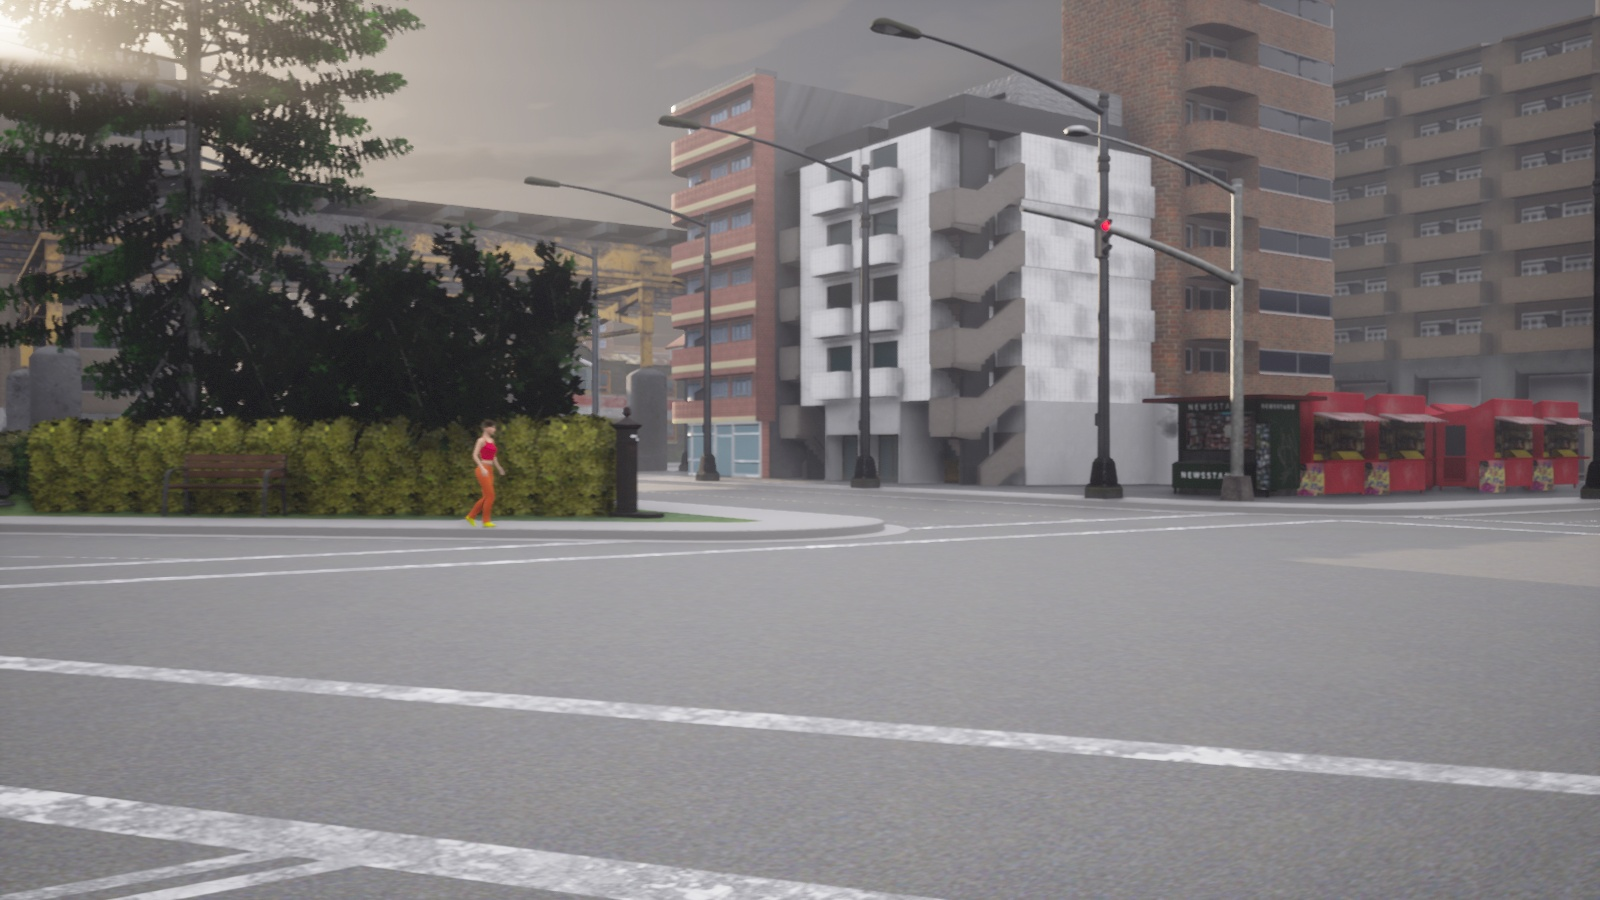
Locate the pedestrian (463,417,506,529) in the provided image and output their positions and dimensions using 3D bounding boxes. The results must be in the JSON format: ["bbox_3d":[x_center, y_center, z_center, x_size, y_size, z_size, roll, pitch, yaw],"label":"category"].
[{"bbox_3d":[-5.237,0.376,20.862,0.594,1.836,0.345,0,0,13],"label":"pedestrian"}]
